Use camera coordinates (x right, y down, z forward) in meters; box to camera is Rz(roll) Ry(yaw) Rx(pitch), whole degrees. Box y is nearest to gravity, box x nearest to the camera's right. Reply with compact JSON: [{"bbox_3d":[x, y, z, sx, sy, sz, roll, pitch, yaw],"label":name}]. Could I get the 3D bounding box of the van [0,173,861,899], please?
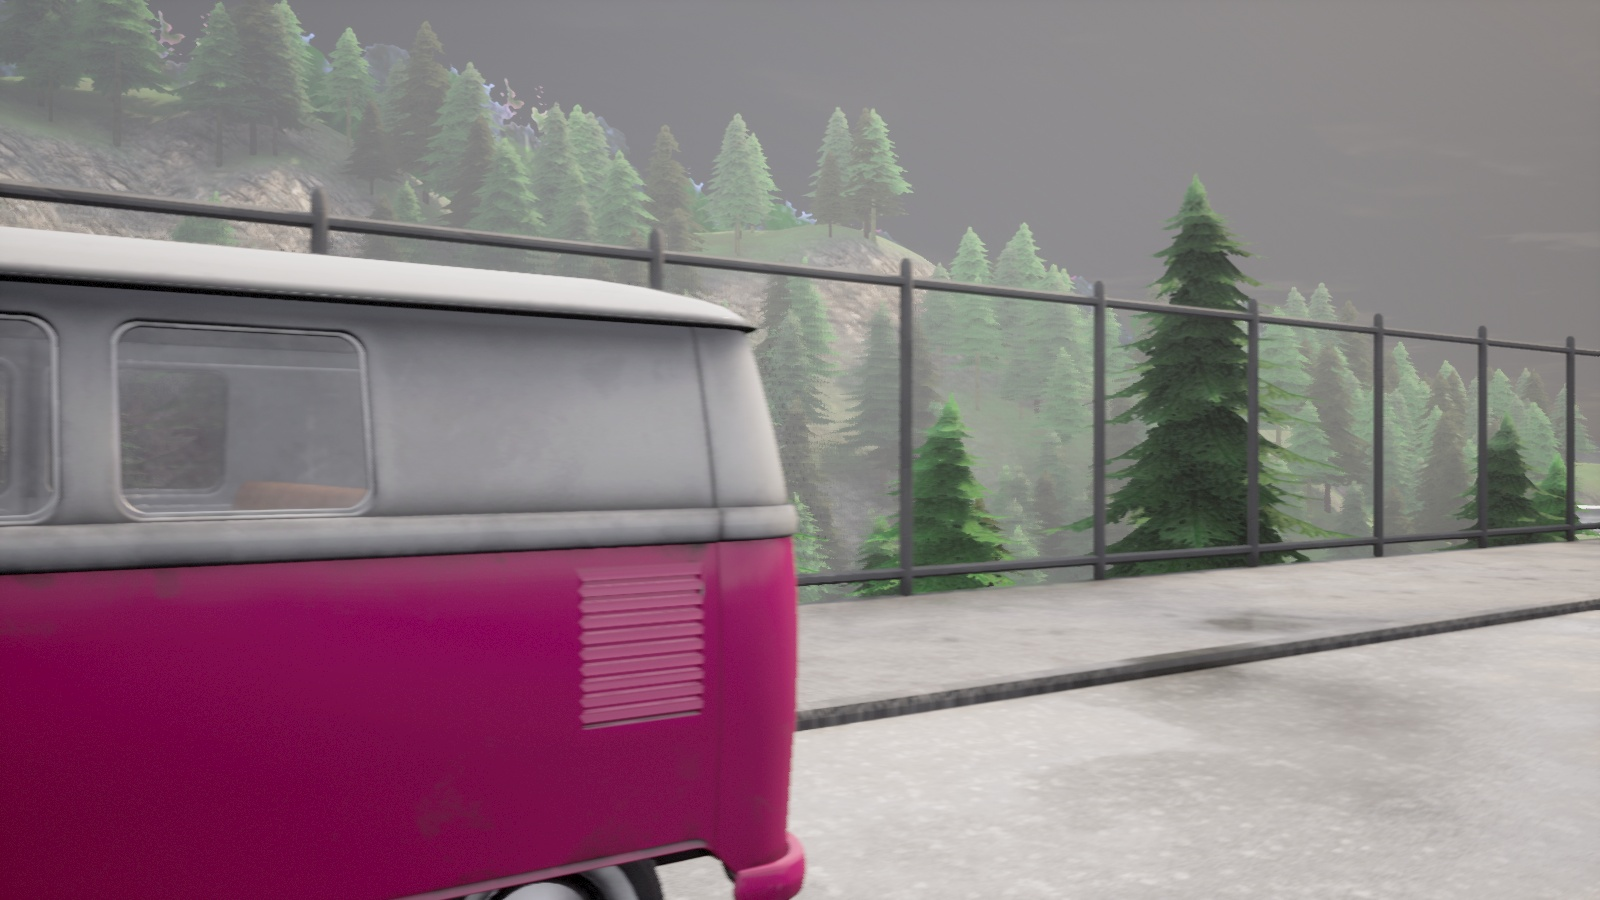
[{"bbox_3d":[-2.171,0.509,2.757,4.442,1.987,1.775,0,0,-35],"label":"van"}]
